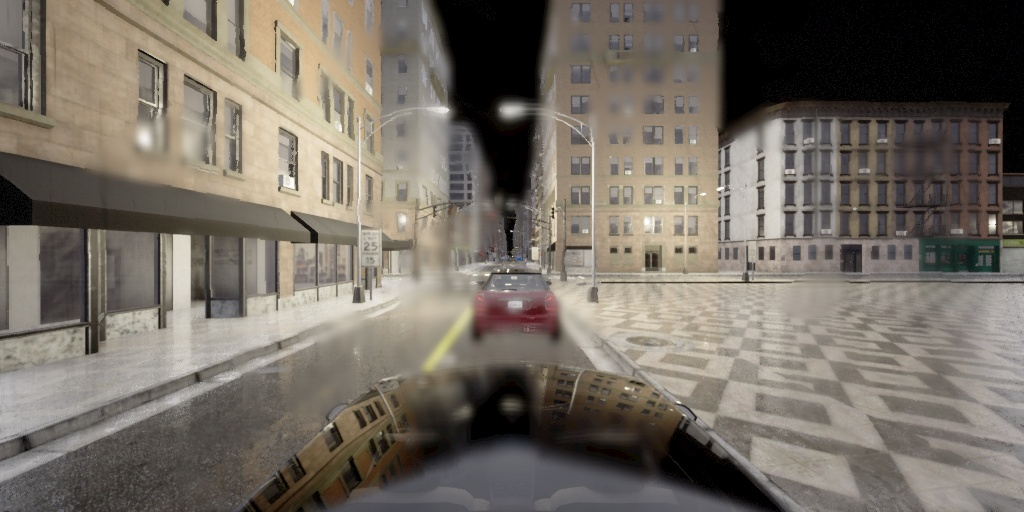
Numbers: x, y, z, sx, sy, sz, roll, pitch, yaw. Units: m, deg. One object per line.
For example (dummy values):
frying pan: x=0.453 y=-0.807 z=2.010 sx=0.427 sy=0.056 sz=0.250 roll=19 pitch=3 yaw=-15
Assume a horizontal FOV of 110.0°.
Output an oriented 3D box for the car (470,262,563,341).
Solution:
car: x=0.102 y=1.102 z=9.977 sx=2.097 sy=1.767 sz=4.553 roll=0 pitch=0 yaw=0

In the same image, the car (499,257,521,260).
car: x=0.051 y=1.101 z=19.793 sx=2.097 sy=1.767 sz=4.553 roll=0 pitch=0 yaw=-1
